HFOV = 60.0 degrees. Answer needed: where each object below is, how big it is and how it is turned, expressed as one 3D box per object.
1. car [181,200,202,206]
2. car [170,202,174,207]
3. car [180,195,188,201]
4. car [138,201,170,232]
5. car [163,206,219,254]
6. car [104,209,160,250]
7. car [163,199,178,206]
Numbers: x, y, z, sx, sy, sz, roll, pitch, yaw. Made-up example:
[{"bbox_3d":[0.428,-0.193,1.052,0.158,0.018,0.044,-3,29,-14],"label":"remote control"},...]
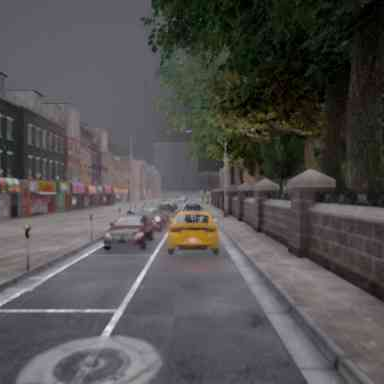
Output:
[{"bbox_3d":[0.075,1.696,30.078,1.994,1.385,4.181,0,0,0],"label":"car"},{"bbox_3d":[-2.636,1.697,26.025,1.802,1.307,4.206,0,0,0],"label":"car"},{"bbox_3d":[-2.630,1.926,86.840,1.752,1.417,4.829,0,0,0],"label":"car"},{"bbox_3d":[-2.637,1.530,20.350,1.967,1.590,4.097,0,0,0],"label":"car"},{"bbox_3d":[0.066,1.539,13.921,1.882,1.535,5.008,0,-1,1],"label":"car"},{"bbox_3d":[-2.637,1.646,14.674,1.802,1.307,4.206,0,0,0],"label":"car"},{"bbox_3d":[-3.019,1.703,40.074,1.812,1.442,4.674,0,0,0],"label":"car"}]
